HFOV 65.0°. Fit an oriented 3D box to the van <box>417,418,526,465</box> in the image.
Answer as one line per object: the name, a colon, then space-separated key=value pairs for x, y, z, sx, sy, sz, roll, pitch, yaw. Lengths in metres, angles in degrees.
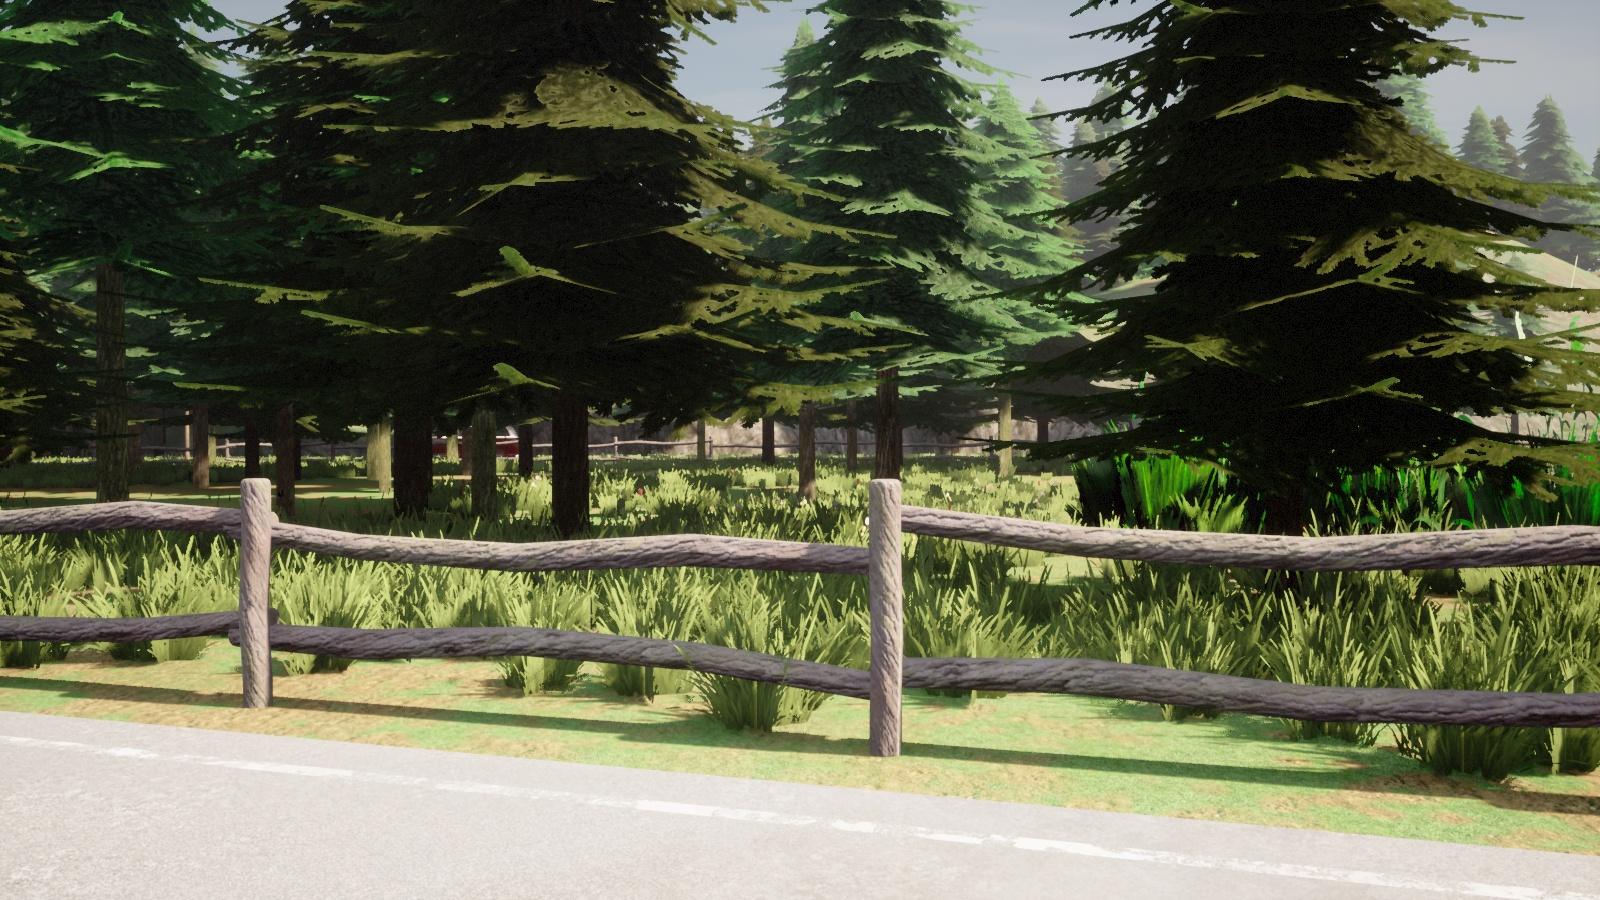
van: x=-14.525 y=-0.363 z=55.796 sx=4.480 sy=2.038 sz=2.069 roll=0 pitch=1 yaw=-8
